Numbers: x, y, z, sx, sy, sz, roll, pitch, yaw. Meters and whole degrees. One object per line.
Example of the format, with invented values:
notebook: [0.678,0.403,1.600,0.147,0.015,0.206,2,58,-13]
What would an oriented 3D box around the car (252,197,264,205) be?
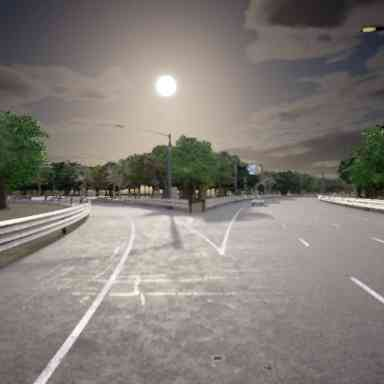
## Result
car: [11.257,1.577,56.377,1.895,1.301,4.718,0,0,14]
